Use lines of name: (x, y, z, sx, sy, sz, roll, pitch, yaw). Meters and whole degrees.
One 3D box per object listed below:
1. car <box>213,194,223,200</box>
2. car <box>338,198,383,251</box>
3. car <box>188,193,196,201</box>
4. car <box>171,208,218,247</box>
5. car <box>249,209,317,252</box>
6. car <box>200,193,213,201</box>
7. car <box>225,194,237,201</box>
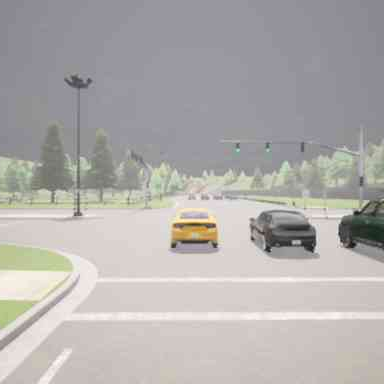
car: (7.001, 1.443, 85.821, 1.812, 1.442, 4.674, 0, 0, 0)
car: (7.096, 1.211, 11.348, 2.150, 2.045, 5.566, 0, 0, 0)
car: (0.001, 1.274, 85.791, 2.097, 1.767, 4.553, 0, 0, 0)
car: (0.099, 1.465, 14.945, 1.882, 1.535, 5.008, 0, 0, 0)
car: (3.598, 1.492, 13.862, 1.837, 1.490, 4.892, 0, 0, 0)
car: (3.501, 1.441, 85.404, 2.128, 1.511, 4.902, 0, 0, 0)
car: (10.501, 1.455, 85.404, 2.033, 1.411, 5.357, 0, 0, 0)
